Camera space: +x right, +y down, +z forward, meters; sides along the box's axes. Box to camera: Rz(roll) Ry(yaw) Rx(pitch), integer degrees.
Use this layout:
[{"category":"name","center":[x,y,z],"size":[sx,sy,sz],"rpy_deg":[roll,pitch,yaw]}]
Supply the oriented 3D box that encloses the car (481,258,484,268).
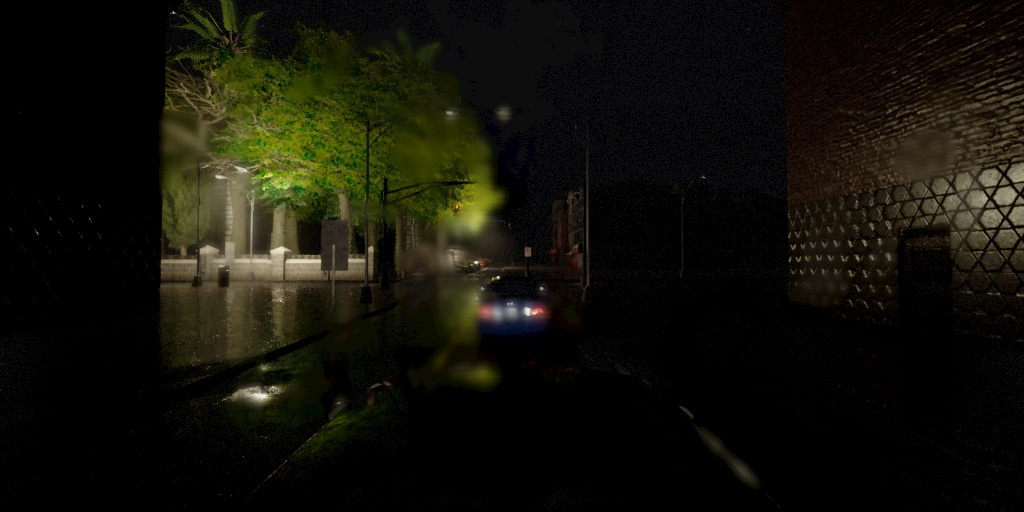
[{"category":"car","center":[-5.560,1.371,52.441],"size":[1.948,1.339,4.313],"rpy_deg":[0,0,0]}]

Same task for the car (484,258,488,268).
[{"category":"car","center":[-5.639,1.417,63.340],"size":[1.802,1.307,4.207],"rpy_deg":[0,0,0]}]

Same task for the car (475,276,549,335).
[{"category":"car","center":[0.026,1.301,10.532],"size":[2.033,1.411,5.357],"rpy_deg":[0,0,1]}]

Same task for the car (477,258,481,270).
[{"category":"car","center":[-5.521,1.345,46.991],"size":[2.007,1.370,4.403],"rpy_deg":[0,0,0]}]

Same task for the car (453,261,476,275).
[{"category":"car","center":[-5.496,1.333,39.855],"size":[2.007,1.370,4.403],"rpy_deg":[0,0,0]}]
